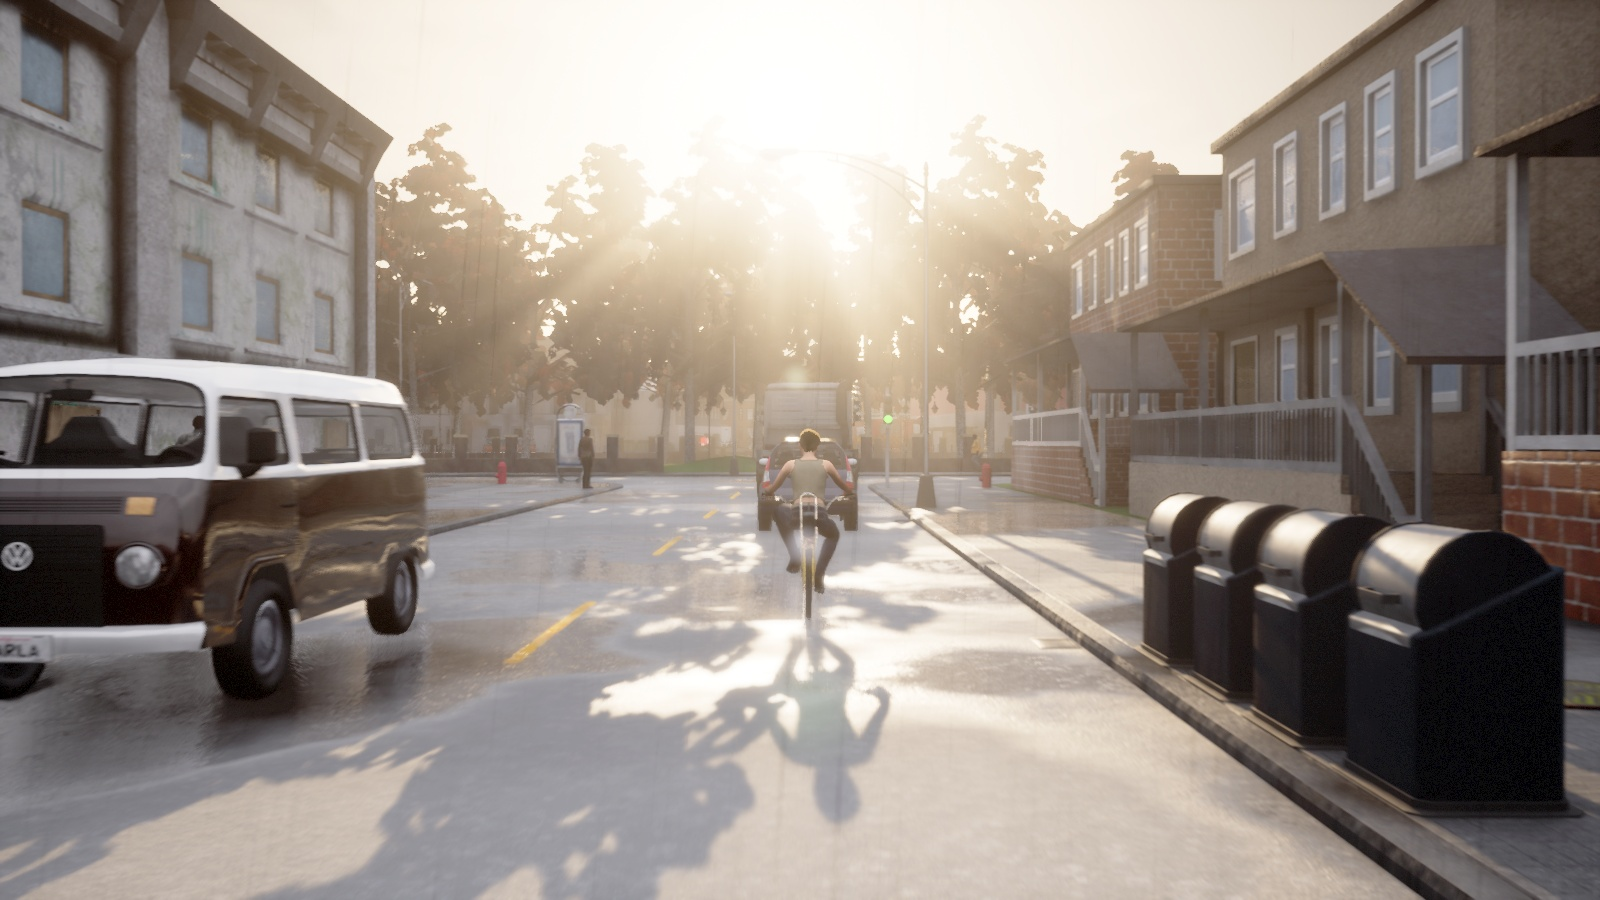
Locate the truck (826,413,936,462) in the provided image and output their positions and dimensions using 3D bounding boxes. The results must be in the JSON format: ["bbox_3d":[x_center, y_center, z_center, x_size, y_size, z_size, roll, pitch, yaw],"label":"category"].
[{"bbox_3d":[6.313,-0.965,98.444,8.468,3.827,2.891,0,0,0],"label":"truck"}]

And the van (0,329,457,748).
[{"bbox_3d":[-3.937,0.420,8.352,2.069,2.038,4.480,0,0,0],"label":"van"}]

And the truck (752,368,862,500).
[{"bbox_3d":[0.231,-0.442,36.958,2.891,3.462,7.936,0,0,1],"label":"truck"}]

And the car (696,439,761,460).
[{"bbox_3d":[-5.586,-0.032,98.506,5.027,1.651,2.152,0,0,0],"label":"car"}]

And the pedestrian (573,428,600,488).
[{"bbox_3d":[-6.448,0.238,37.968,0.328,1.805,0.869,0,0,30],"label":"pedestrian"}]

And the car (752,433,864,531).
[{"bbox_3d":[0.143,0.517,22.810,1.851,1.617,3.988,0,0,0],"label":"car"}]

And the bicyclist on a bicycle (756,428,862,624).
[{"bbox_3d":[0.077,0.621,11.060,0.866,1.612,1.509,0,0,0],"label":"bicyclist on a bicycle"}]

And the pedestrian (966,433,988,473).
[{"bbox_3d":[8.226,0.135,58.493,0.900,1.855,0.874,0,0,0],"label":"pedestrian"}]
